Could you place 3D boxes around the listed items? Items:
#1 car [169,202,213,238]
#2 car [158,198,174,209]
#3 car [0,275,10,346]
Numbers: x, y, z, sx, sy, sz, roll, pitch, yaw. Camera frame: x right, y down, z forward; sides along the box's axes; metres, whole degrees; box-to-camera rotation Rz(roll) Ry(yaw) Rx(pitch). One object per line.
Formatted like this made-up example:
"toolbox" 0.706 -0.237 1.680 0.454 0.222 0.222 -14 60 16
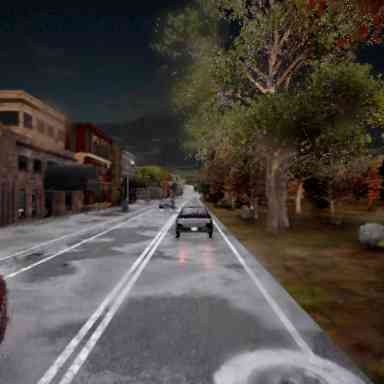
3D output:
"car" 0.107 1.492 17.845 2.128 1.511 4.902 0 0 0
"car" -3.315 1.549 44.356 1.994 1.385 4.181 0 0 0
"car" -3.350 1.478 2.343 1.882 1.535 5.008 0 0 0
